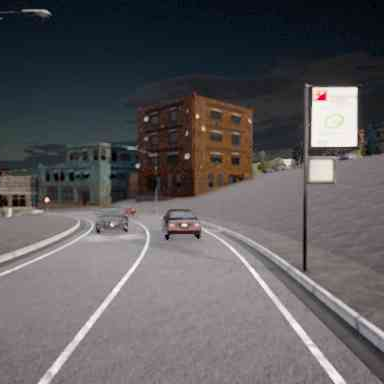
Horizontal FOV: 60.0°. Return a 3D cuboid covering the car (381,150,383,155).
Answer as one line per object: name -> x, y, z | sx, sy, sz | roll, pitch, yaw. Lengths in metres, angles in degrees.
car -> 21.727, -4.206, 34.618 | 2.231, 1.521, 4.892 | 0, 1, -1

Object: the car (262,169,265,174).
car -> 20.519, -5.263, 89.772 | 2.435, 2.045, 5.566 | 0, 1, -1

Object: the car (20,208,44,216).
car -> -26.829, 3.344, 55.882 | 4.718, 1.301, 1.895 | -4, -1, 38

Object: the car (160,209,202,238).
car -> -0.697, 1.653, 18.245 | 2.033, 1.411, 5.357 | 0, -1, -8

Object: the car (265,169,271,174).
car -> 20.640, -4.911, 84.290 | 2.002, 1.452, 4.674 | 0, 1, -1

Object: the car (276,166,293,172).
car -> 20.881, -4.810, 73.252 | 2.231, 1.521, 4.892 | 0, 1, -1

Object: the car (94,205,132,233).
car -> -4.970, 1.675, 20.876 | 1.837, 1.490, 4.892 | 0, -1, -13

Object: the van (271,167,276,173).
van -> 20.763, -5.108, 78.645 | 1.878, 1.987, 4.442 | 0, 1, -1

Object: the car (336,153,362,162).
car -> 21.488, -4.512, 45.553 | 2.185, 1.767, 4.553 | 0, 1, -1

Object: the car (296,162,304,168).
car -> 21.123, -4.778, 62.238 | 2.185, 1.767, 4.553 | 0, 1, -1

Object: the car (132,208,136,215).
car -> -8.551, 2.221, 40.616 | 1.895, 1.301, 4.718 | -1, -1, -30
